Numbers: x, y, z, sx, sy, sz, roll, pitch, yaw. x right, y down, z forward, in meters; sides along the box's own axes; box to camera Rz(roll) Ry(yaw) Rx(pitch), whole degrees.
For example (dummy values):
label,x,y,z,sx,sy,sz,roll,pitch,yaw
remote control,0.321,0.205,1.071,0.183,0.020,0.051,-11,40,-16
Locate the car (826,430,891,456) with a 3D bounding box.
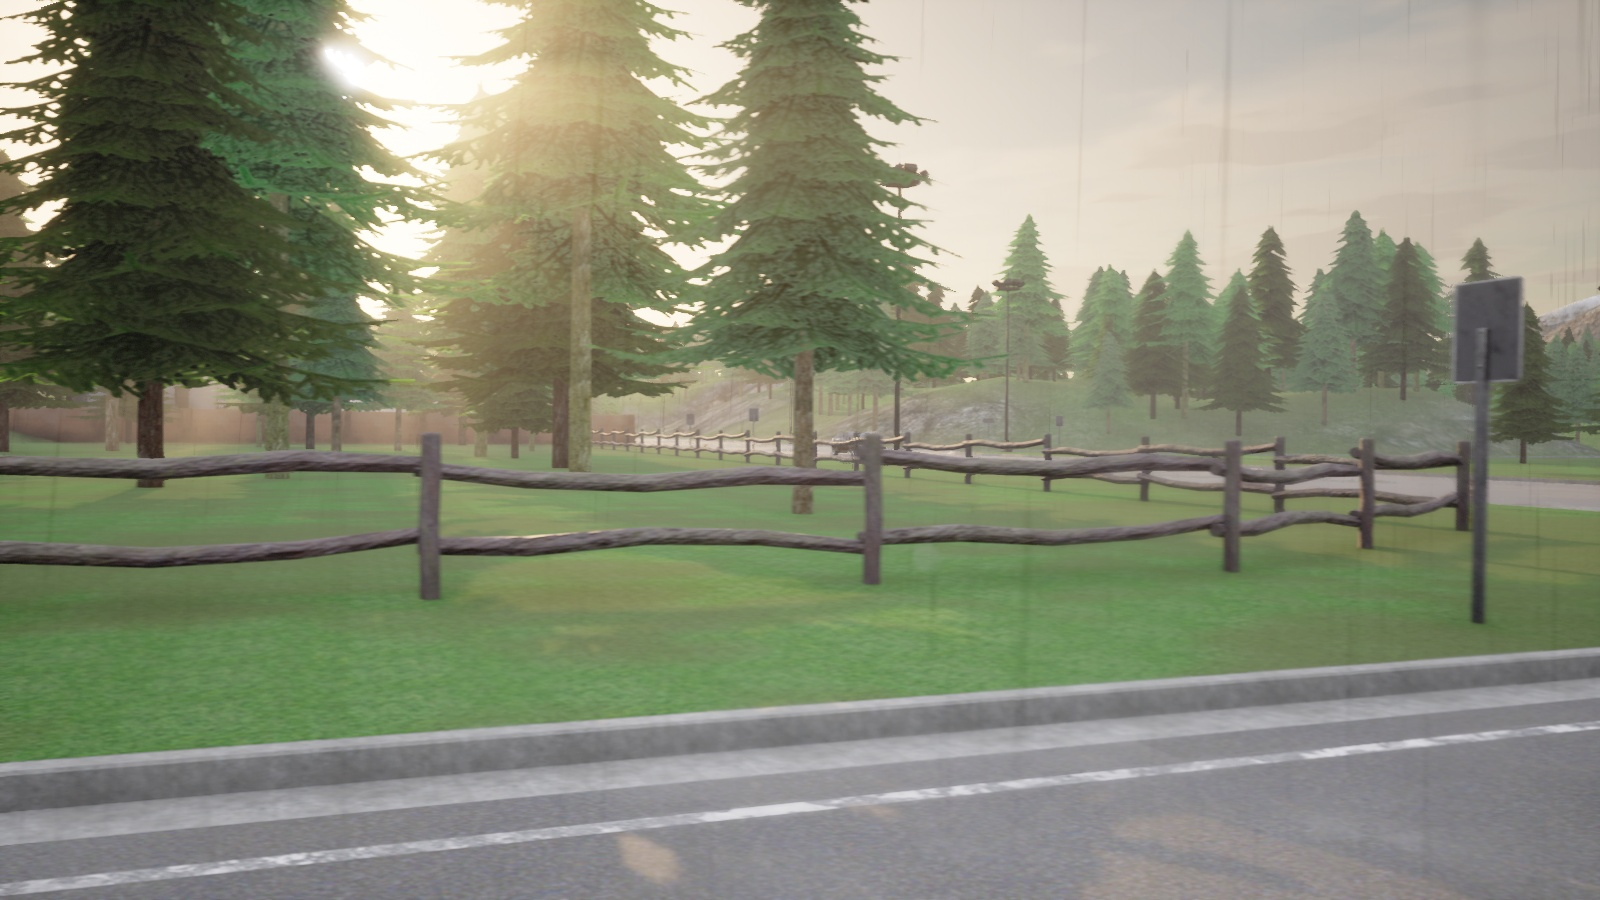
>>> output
label,x,y,z,sx,sy,sz,roll,pitch,yaw
car,3.444,-0.456,74.793,2.163,1.488,4.792,-1,1,-20
